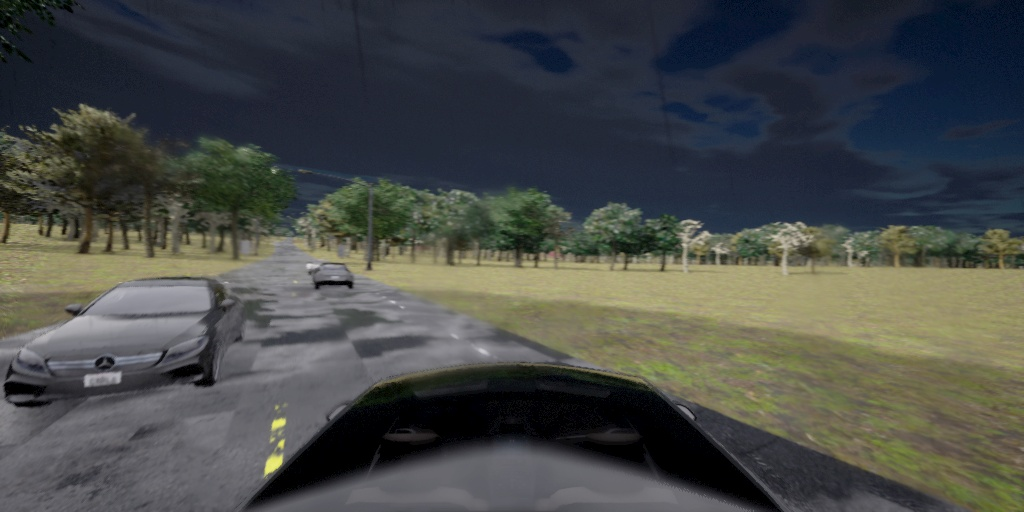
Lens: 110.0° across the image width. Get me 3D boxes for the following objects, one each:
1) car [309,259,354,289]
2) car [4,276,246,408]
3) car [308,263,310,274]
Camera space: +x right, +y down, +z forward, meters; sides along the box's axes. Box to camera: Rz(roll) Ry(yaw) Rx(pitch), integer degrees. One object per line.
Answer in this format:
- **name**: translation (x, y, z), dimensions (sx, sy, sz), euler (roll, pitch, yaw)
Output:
- **car**: translation (-10.268, 1.060, 20.537), dimensions (1.994, 1.385, 4.181), euler (2, 0, -30)
- **car**: translation (-5.865, 1.112, 6.121), dimensions (1.812, 1.442, 4.674), euler (2, 0, -31)
- **car**: translation (-17.091, 0.941, 31.946), dimensions (1.895, 1.301, 4.718), euler (2, 0, -30)
